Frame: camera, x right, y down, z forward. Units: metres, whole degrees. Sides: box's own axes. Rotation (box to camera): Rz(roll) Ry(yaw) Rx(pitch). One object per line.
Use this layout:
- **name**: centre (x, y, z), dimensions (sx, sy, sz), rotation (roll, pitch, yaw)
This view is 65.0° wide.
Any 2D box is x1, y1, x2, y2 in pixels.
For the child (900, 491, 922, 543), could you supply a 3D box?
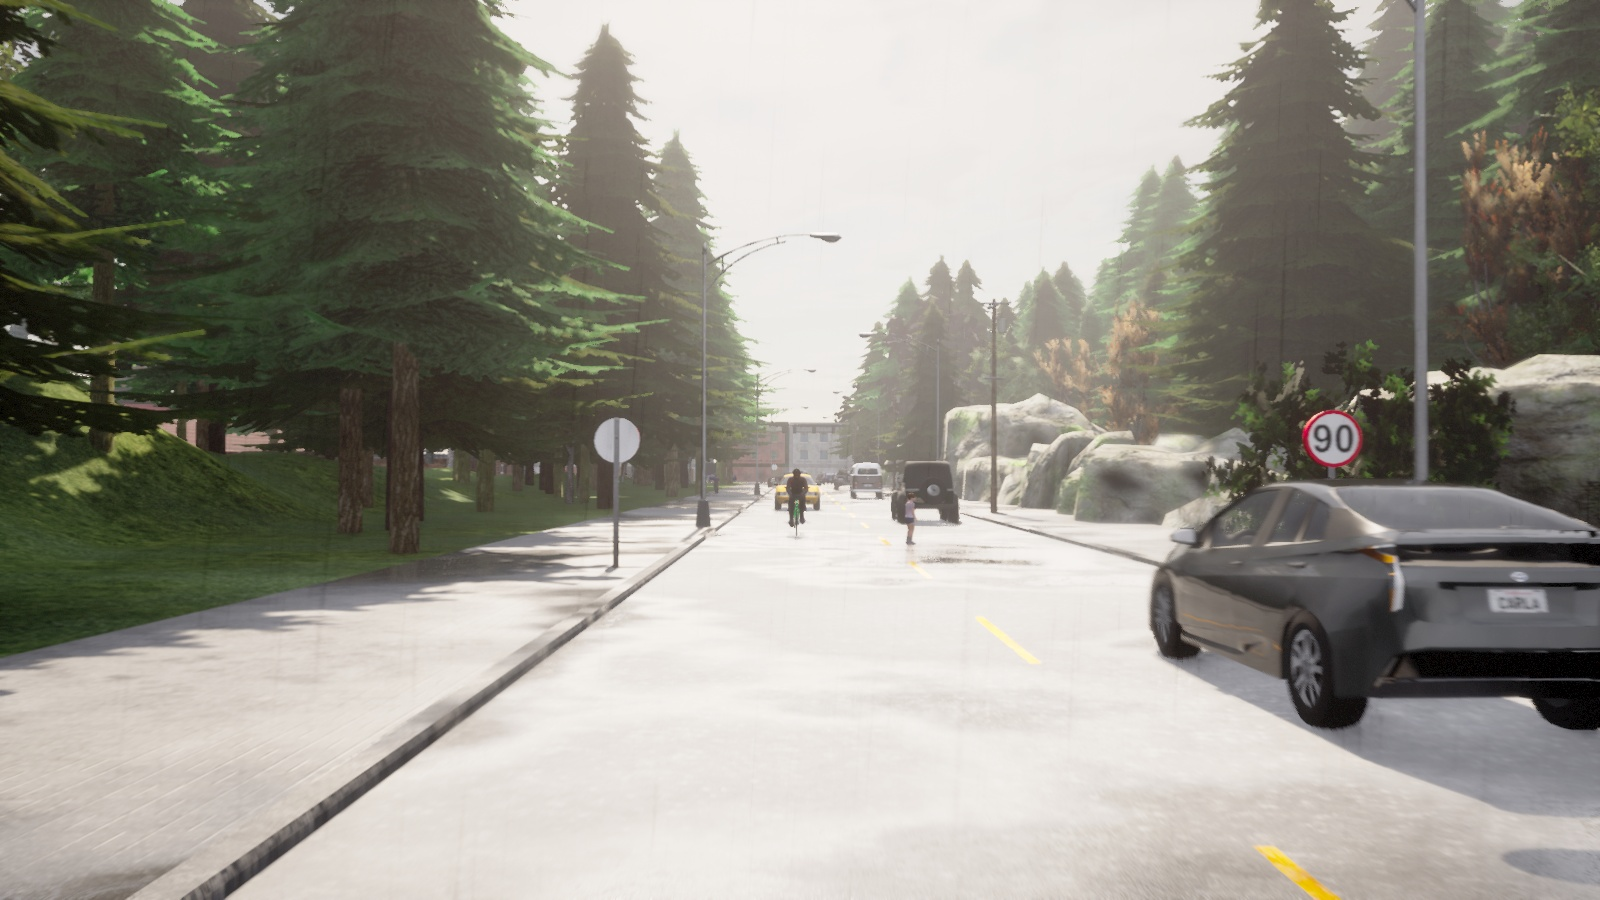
- **child**: centre (2.380, 1.427, 26.928), dimensions (0.394, 1.110, 0.255), rotation (0, -1, -18)

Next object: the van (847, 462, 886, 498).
- **van**: centre (3.882, 1.765, 73.948), dimensions (2.069, 2.038, 4.480), rotation (0, -1, 0)

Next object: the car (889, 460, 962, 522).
- **car**: centre (3.920, 1.263, 39.750), dimensions (1.905, 1.878, 3.866), rotation (0, -1, 0)

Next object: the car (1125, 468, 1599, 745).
- **car**: centre (3.977, 0.900, 9.197), dimensions (2.007, 1.525, 4.514), rotation (0, -1, 0)

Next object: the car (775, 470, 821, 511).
- **car**: centre (-0.092, 1.623, 51.721), dimensions (1.801, 1.575, 5.366), rotation (0, -1, 0)

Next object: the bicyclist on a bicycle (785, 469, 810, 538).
- **bicyclist on a bicycle**: centre (-0.069, 1.282, 30.598), dimensions (0.582, 1.620, 1.656), rotation (0, -1, 0)
